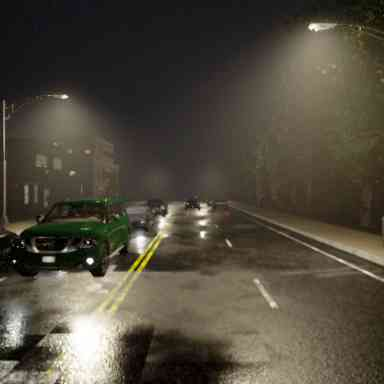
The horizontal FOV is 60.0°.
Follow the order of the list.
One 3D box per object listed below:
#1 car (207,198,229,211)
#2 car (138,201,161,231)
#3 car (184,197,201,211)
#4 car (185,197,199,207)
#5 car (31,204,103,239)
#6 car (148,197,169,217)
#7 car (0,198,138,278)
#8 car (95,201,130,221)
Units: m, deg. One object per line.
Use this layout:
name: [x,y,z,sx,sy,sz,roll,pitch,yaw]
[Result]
car: [3.337,1.491,39.981,2.128,1.511,4.902,0,0,0]
car: [-3.355,1.547,20.784,2.033,1.411,5.357,0,0,0]
car: [0.086,1.525,41.309,1.812,1.442,4.674,0,0,0]
car: [-0.018,1.489,51.390,2.128,1.511,4.902,0,0,0]
car: [-6.603,1.491,18.253,2.128,1.511,4.902,0,0,0]
car: [-3.337,1.352,30.682,2.097,1.767,4.553,0,0,0]
car: [-3.354,1.222,10.538,2.150,2.045,5.566,0,0,0]
car: [-6.598,1.525,28.170,1.812,1.442,4.674,0,0,0]
